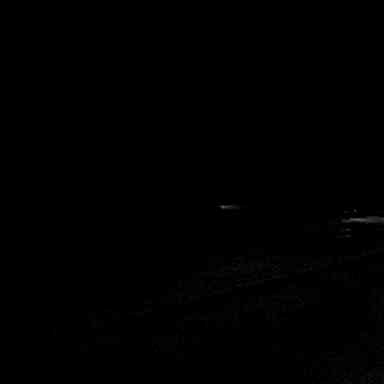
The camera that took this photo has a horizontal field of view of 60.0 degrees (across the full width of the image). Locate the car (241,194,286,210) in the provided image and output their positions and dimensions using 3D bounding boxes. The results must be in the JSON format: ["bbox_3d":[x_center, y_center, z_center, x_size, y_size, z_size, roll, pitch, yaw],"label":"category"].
[{"bbox_3d":[7.031,0.901,32.174,4.902,1.511,2.128,0,1,38],"label":"car"}]

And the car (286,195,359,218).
[{"bbox_3d":[9.582,0.989,24.191,1.837,1.490,4.892,1,0,-32],"label":"car"}]
